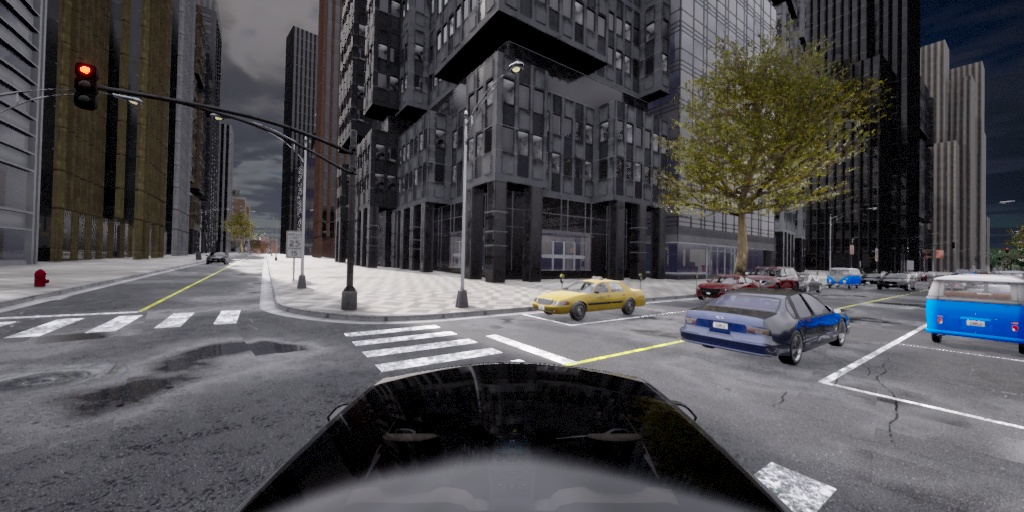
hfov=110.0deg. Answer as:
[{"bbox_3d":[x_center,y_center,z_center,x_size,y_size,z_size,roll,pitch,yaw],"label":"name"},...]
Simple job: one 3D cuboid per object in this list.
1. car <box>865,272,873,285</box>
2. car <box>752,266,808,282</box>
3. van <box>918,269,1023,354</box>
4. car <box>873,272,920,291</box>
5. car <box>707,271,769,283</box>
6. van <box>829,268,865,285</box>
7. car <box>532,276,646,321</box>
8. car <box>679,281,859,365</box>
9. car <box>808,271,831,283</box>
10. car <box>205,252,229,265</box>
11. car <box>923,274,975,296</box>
[{"bbox_3d":[37.818,2.397,37.542,4.313,1.339,1.948,0,0,-35],"label":"car"},{"bbox_3d":[16.115,1.574,22.444,5.009,1.841,2.192,0,0,-35],"label":"car"},{"bbox_3d":[12.390,1.385,9.467,3.998,1.789,1.690,0,0,-35],"label":"van"},{"bbox_3d":[33.344,2.178,31.063,4.892,1.490,1.837,2,-1,-35],"label":"car"},{"bbox_3d":[11.775,1.692,19.425,4.507,1.381,1.888,0,0,-35],"label":"car"},{"bbox_3d":[29.137,1.942,31.503,3.998,1.789,1.690,0,0,-35],"label":"van"},{"bbox_3d":[2.948,1.448,13.292,4.829,1.417,1.751,0,0,-35],"label":"car"},{"bbox_3d":[6.167,1.469,8.503,5.357,1.411,2.033,1,-1,-35],"label":"car"},{"bbox_3d":[20.456,1.923,25.464,4.403,1.370,2.007,0,0,-35],"label":"car"},{"bbox_3d":[-35.418,0.241,43.193,1.837,1.490,4.892,2,0,-35],"label":"car"},{"bbox_3d":[33.515,2.182,27.445,5.357,1.411,2.033,2,-1,-34],"label":"car"}]
